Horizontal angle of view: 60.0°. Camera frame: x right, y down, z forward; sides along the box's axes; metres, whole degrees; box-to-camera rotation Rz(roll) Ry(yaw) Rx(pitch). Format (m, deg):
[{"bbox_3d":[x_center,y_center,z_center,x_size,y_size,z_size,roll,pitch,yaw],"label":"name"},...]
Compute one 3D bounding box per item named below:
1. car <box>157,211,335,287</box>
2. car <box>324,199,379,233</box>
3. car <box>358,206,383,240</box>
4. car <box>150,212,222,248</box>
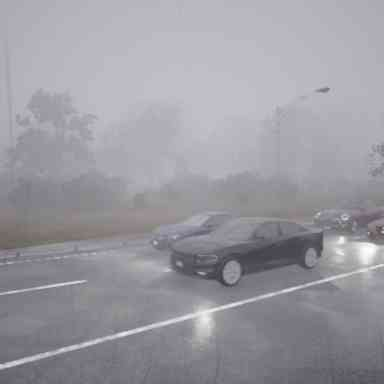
[{"bbox_3d":[1.731,1.470,9.514,5.008,1.535,1.882,0,0,-36],"label":"car"},{"bbox_3d":[9.005,1.239,18.923,4.553,1.767,2.097,-2,1,-35],"label":"car"},{"bbox_3d":[9.843,1.488,15.240,4.181,1.385,1.994,-2,1,-34],"label":"car"},{"bbox_3d":[0.621,1.517,13.018,4.674,1.442,1.812,0,0,-35],"label":"car"}]
